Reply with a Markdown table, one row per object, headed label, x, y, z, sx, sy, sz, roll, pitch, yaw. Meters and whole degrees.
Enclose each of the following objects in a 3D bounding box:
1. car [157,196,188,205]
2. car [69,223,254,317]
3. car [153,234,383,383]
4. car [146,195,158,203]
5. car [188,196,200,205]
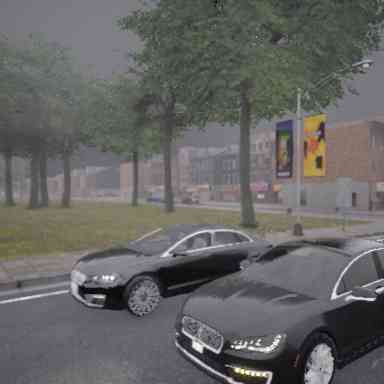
| label | x | y | z | sx | sy | sz | roll | pitch | yaw |
| --- | --- | --- | --- | --- | --- | --- | --- | --- | --- |
| car | -3.410 | 1.435 | 57.085 | 2.128 | 1.511 | 4.902 | 1 | 0 | -35 |
| car | -0.180 | 1.501 | 7.570 | 4.902 | 1.511 | 2.128 | 0 | 0 | -36 |
| car | 2.033 | 1.515 | 5.159 | 4.892 | 1.490 | 1.837 | 1 | -1 | -36 |
| car | -7.584 | 1.414 | 67.669 | 1.882 | 1.535 | 5.008 | 1 | 0 | -36 |
| car | -0.623 | 1.462 | 58.067 | 2.128 | 1.511 | 4.902 | 1 | 0 | -35 |
